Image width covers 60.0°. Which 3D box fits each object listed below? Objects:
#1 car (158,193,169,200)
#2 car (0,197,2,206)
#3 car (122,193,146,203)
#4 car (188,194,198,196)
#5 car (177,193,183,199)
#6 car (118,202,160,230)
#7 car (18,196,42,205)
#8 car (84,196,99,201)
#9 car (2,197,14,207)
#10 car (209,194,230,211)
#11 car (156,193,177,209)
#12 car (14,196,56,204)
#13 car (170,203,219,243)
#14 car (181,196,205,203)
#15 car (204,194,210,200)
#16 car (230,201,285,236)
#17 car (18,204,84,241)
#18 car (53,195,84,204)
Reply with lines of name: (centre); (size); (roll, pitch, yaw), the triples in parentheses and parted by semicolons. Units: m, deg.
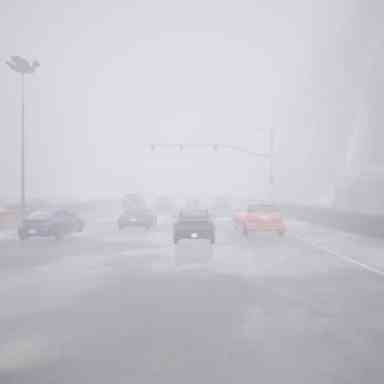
car: (-6.694, 1.068, 78.427); (1.994, 1.385, 4.181); (0, 1, 0)
car: (-27.932, 1.406, 47.134); (1.882, 1.535, 5.008); (0, 0, 0)
car: (-6.879, 1.183, 39.828); (2.150, 2.045, 5.566); (0, 0, 0)
car: (0.265, 1.090, 73.043); (1.882, 1.535, 5.008); (0, 1, 0)
car: (-3.213, 1.061, 75.988); (1.837, 1.490, 4.892); (0, 1, 0)
car: (-3.405, 1.570, 21.379); (1.994, 1.385, 4.181); (0, 0, 0)
car: (-27.854, 1.434, 57.417); (1.895, 1.301, 4.718); (0, 1, 0)
car: (-17.354, 1.359, 57.372); (1.812, 1.442, 4.674); (0, 1, 0)
car: (-24.427, 1.416, 47.754); (2.128, 1.511, 4.902); (0, 0, 0)
car: (3.632, 1.309, 40.925); (2.097, 1.767, 4.553); (0, 0, 0)
car: (-3.369, 1.309, 40.960); (2.097, 1.767, 4.553); (0, 0, 0)
car: (-17.501, 1.476, 37.374); (1.837, 1.490, 4.892); (0, 0, 0)
car: (0.096, 1.511, 16.079); (1.837, 1.490, 4.892); (0, 0, 0)
car: (0.109, 1.518, 37.482); (2.033, 1.411, 5.357); (0, 0, 0)
car: (3.790, 1.107, 76.345); (1.994, 1.385, 4.181); (0, 1, 0)
car: (3.596, 1.358, 18.539); (2.097, 1.767, 4.553); (0, 0, 0)
car: (-6.918, 1.532, 16.681); (1.812, 1.442, 4.674); (0, 0, 0)
car: (-17.432, 1.406, 47.082); (1.882, 1.535, 5.008); (0, 0, 0)
